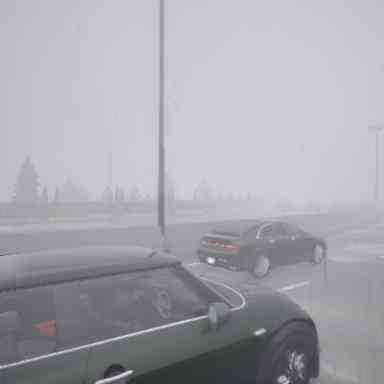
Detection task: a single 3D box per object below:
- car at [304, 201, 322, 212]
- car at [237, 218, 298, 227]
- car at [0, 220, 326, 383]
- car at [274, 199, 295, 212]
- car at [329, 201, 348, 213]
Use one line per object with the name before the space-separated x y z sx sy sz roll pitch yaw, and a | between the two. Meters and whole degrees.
car | 16.594 1.960 45.466 1.837 1.490 4.892 0 -1 26
car | 2.341 1.577 10.361 4.892 1.490 1.837 1 0 -40
car | -0.697 1.366 3.438 4.553 1.767 2.097 1 -1 -37
car | 12.846 1.786 45.873 2.097 1.767 4.553 0 -1 28
car | 17.729 1.897 40.189 2.128 1.511 4.902 0 -1 29
